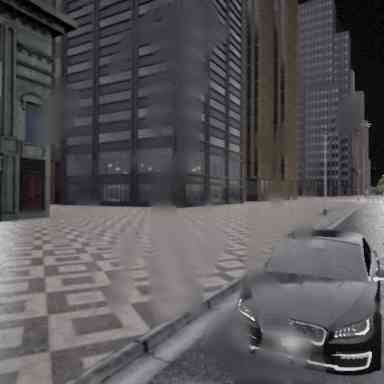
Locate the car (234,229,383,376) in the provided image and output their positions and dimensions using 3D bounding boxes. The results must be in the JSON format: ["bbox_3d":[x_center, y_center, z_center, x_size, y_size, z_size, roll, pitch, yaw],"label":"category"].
[{"bbox_3d":[2.324,1.505,5.958,1.837,1.490,4.892,0,0,29],"label":"car"}]
